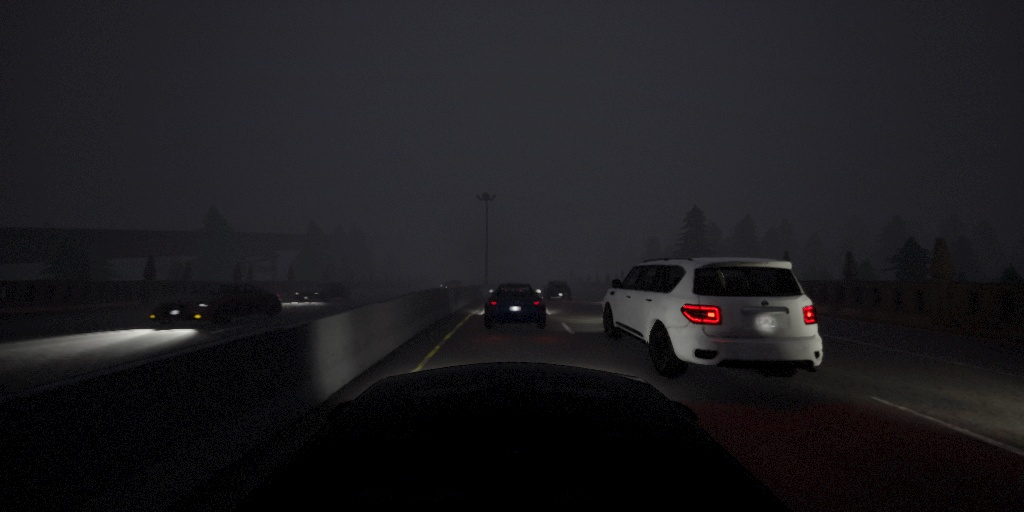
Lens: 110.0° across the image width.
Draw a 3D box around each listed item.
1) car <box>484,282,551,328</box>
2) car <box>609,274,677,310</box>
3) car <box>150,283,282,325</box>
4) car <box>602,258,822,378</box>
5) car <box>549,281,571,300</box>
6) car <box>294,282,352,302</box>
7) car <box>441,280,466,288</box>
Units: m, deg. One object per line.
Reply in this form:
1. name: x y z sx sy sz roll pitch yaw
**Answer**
1. car: 0.098 1.668 12.853 1.994 1.385 4.181 0 -3 0
2. car: 7.097 1.937 19.994 2.097 1.767 4.553 0 -4 0
3. car: -10.598 1.695 13.266 1.994 1.385 4.181 0 -3 0
4. car: 3.598 1.097 7.760 2.150 2.045 5.566 0 -2 0
5. car: 3.594 2.771 29.062 1.837 1.490 4.892 0 -4 0
6. car: -14.065 2.672 27.171 2.033 1.411 5.357 0 -4 0
7. car: -7.041 3.789 44.847 2.097 1.767 4.553 0 -4 0
